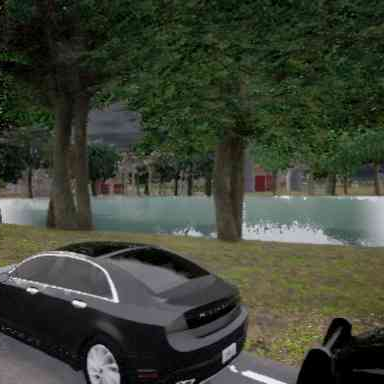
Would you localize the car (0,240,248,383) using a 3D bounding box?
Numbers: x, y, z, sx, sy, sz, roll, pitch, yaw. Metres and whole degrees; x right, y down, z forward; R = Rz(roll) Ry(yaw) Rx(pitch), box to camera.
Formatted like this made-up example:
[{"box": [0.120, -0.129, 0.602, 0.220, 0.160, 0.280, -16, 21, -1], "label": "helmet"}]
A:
[{"box": [-1.564, 1.516, 5.078, 4.892, 1.490, 1.837, 0, 0, 36], "label": "car"}]

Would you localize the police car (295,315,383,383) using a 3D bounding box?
[{"box": [3.226, 1.435, 1.649, 5.238, 1.638, 1.930, 0, 0, 36], "label": "police car"}]
